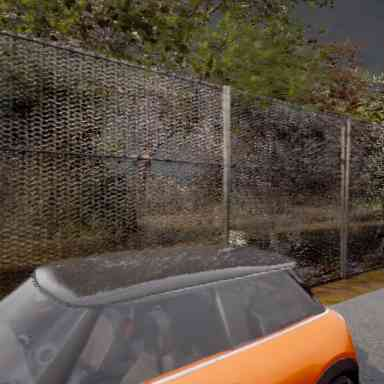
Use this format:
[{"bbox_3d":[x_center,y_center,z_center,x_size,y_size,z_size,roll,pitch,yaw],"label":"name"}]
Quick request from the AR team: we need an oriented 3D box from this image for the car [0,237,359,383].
[{"bbox_3d":[-0.729,1.346,2.564,4.553,1.767,2.097,0,0,-36],"label":"car"}]
